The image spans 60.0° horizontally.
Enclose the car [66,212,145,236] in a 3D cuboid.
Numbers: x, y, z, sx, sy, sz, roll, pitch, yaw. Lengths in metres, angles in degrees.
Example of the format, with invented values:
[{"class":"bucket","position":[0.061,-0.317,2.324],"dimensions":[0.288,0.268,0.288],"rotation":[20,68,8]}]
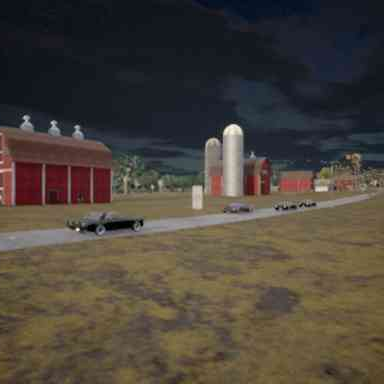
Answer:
[{"class":"car","position":[-5.094,1.848,20.394],"dimensions":[1.895,1.301,4.718],"rotation":[0,-1,35]}]

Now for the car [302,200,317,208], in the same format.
[{"class":"car","position":[18.706,1.910,53.805],"dimensions":[1.895,1.301,4.718],"rotation":[0,0,35]}]

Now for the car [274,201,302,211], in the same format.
[{"class":"car","position":[12.988,1.947,45.680],"dimensions":[1.895,1.301,4.718],"rotation":[0,0,36]}]

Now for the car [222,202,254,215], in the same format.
[{"class":"car","position":[5.642,1.930,40.360],"dimensions":[2.033,1.411,5.357],"rotation":[0,0,36]}]
